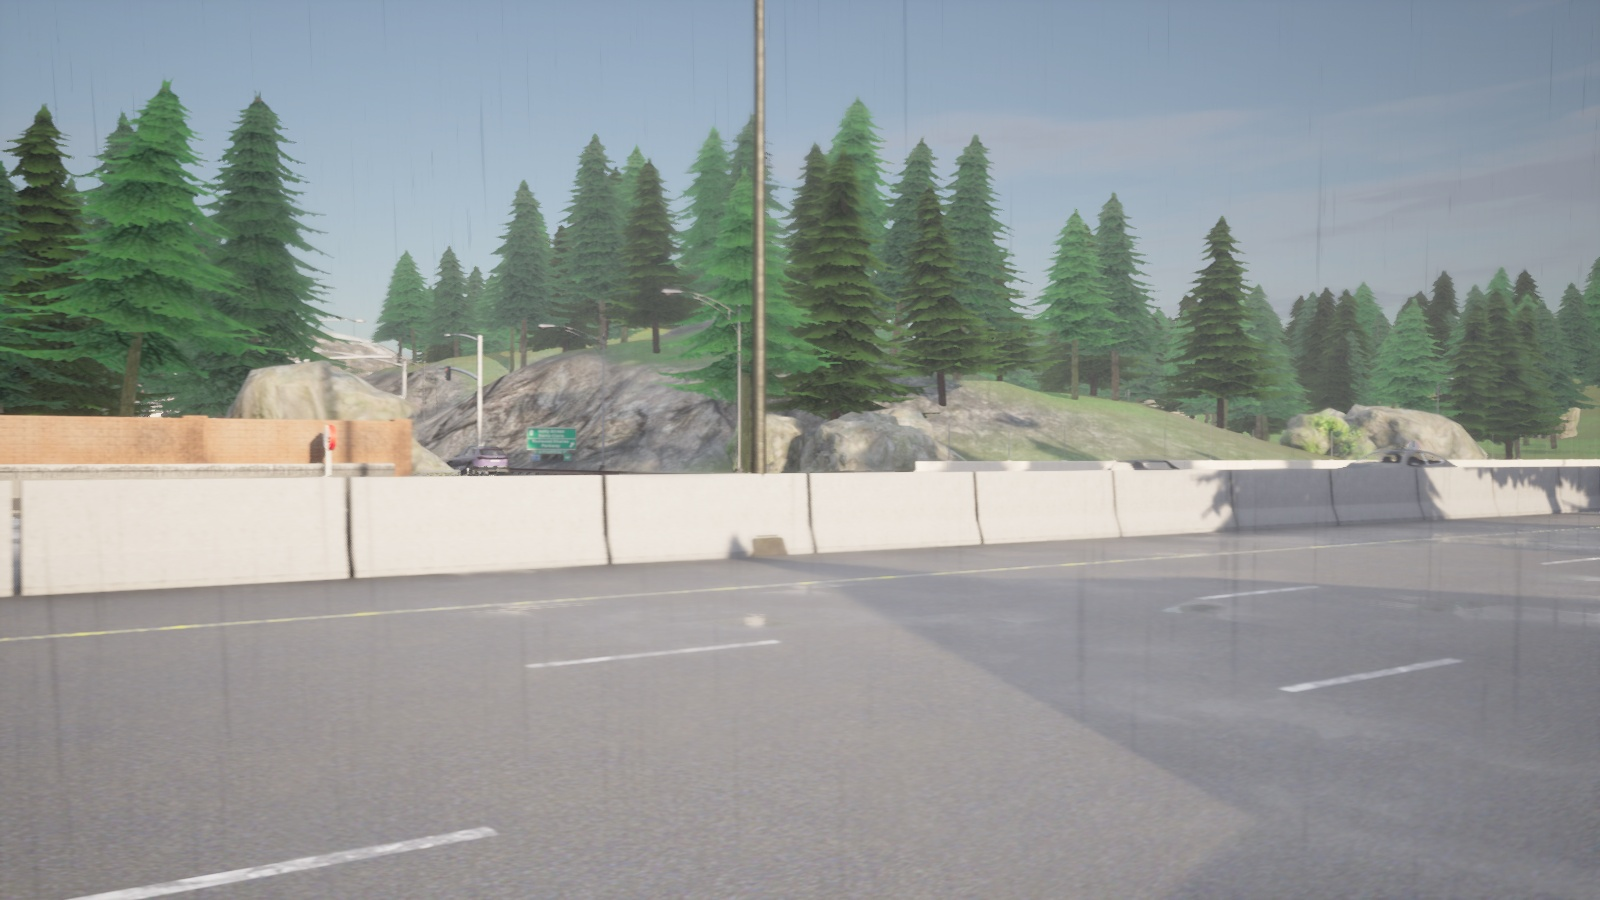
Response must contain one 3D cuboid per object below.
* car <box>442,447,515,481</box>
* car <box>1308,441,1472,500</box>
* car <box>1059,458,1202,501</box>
[{"bbox_3d":[-16.104,0.667,62.733,2.033,1.649,4.856,0,0,-34],"label":"car"},{"bbox_3d":[17.483,0.578,37.150,5.027,1.651,2.152,0,0,-35],"label":"car"},{"bbox_3d":[10.842,0.923,41.055,4.718,1.301,1.895,0,0,-35],"label":"car"}]
